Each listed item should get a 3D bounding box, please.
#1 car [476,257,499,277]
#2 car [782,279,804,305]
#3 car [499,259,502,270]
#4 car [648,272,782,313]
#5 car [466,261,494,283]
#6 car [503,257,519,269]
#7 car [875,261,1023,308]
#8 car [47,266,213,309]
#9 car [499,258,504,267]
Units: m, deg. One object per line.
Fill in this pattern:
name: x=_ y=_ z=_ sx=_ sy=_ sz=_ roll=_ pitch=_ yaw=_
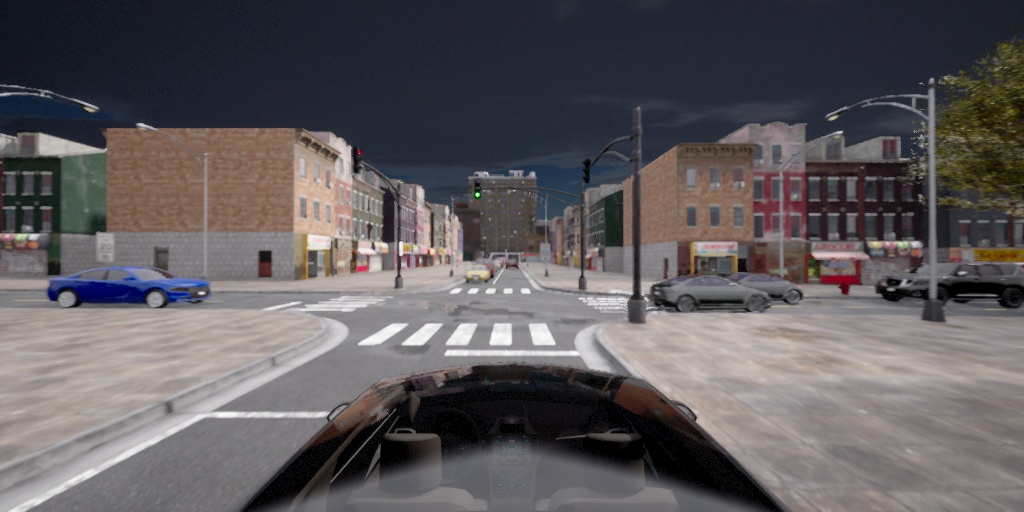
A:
car: x=-2.630 y=1.111 z=34.005 sx=2.192 sy=1.841 sz=5.009 roll=0 pitch=0 yaw=0
car: x=11.034 y=1.468 z=16.774 sx=4.181 sy=1.385 sz=1.994 roll=1 pitch=0 yaw=-1
car: x=-2.627 y=1.372 z=44.893 sx=2.007 sy=1.370 sz=4.403 roll=0 pitch=0 yaw=0
car: x=7.490 y=1.406 z=13.771 sx=4.181 sy=1.385 sz=1.994 roll=1 pitch=-1 yaw=-5
car: x=-2.631 y=1.311 z=28.392 sx=1.751 sy=1.417 sz=4.829 roll=0 pitch=0 yaw=0
car: x=0.015 y=1.213 z=59.157 sx=2.097 sy=1.767 sz=4.553 roll=0 pitch=0 yaw=0
car: x=20.552 y=1.265 z=16.816 sx=5.566 sy=2.045 sz=2.150 roll=1 pitch=0 yaw=0
car: x=-14.382 y=1.136 z=13.695 sx=5.008 sy=1.535 sz=1.882 roll=0 pitch=0 yaw=-1
car: x=-2.625 y=1.376 z=55.610 sx=1.751 sy=1.417 sz=4.829 roll=0 pitch=0 yaw=0
